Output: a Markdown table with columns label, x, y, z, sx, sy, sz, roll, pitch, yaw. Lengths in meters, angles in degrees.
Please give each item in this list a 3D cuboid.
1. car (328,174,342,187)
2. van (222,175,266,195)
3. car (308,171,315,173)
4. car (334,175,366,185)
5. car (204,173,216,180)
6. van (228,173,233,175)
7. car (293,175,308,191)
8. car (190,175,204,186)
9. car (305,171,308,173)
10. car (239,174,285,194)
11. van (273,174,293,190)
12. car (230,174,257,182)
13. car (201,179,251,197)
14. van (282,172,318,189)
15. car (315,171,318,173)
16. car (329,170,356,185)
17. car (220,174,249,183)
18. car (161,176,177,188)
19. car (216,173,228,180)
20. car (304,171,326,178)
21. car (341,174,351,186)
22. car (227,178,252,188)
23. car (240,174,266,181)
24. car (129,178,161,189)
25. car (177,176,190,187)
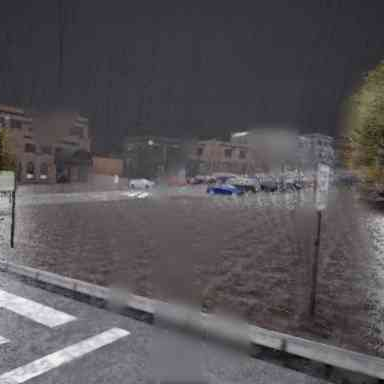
| label | x | y | z | sx | sy | sz | roll | pitch | yaw |
| --- | --- | --- | --- | --- | --- | --- | --- | --- | --- |
| car | 20.819 | -1.595 | 53.326 | 4.892 | 1.521 | 2.231 | 4 | 7 | 32 |
| van | 6.605 | -0.709 | 42.362 | 4.442 | 1.987 | 1.878 | 4 | 7 | 33 |
| car | 26.423 | -4.103 | 80.394 | 4.674 | 1.452 | 2.002 | 2 | 5 | 31 |
| car | 27.935 | -2.157 | 58.873 | 4.892 | 1.521 | 2.231 | 4 | 7 | 31 |
| car | 1.315 | -2.244 | 60.140 | 4.553 | 1.767 | 2.185 | 2 | 6 | 31 |
| van | 5.757 | -2.720 | 63.915 | 4.442 | 1.987 | 1.878 | 2 | 6 | 31 |
| car | 13.638 | -1.169 | 47.879 | 4.553 | 1.767 | 2.185 | 4 | 7 | 32 |
| car | -1.019 | -1.905 | 58.329 | 4.792 | 1.488 | 2.163 | 2 | 6 | 31 |
| car | 24.154 | -4.088 | 78.528 | 4.553 | 1.767 | 2.185 | 2 | 6 | 31 |
| car | 8.864 | -0.926 | 44.240 | 5.566 | 2.045 | 2.435 | 4 | 7 | 33 |
| van | 11.175 | -1.089 | 46.098 | 4.442 | 1.987 | 1.878 | 4 | 7 | 33 |
| car | 10.416 | -2.862 | 67.563 | 5.008 | 1.535 | 2.097 | 2 | 5 | 31 |
| car | 4.118 | -0.308 | 40.641 | 5.008 | 1.535 | 2.097 | 4 | 7 | 33 |
| van | 16.151 | -1.445 | 49.606 | 4.442 | 1.987 | 1.878 | 4 | 7 | 32 |
| car | 28.732 | -4.437 | 82.179 | 4.553 | 1.767 | 2.185 | 2 | 6 | 31 |
| car | 25.593 | -2.218 | 56.975 | 5.566 | 2.045 | 2.435 | 4 | 7 | 32 |
| car | 8.301 | -2.674 | 65.620 | 5.366 | 1.575 | 1.946 | 2 | 5 | 31 |
| car | -5.534 | -1.531 | 54.587 | 4.792 | 1.488 | 2.163 | 2 | 5 | 31 |
| car | 3.575 | -2.307 | 62.031 | 5.008 | 1.535 | 2.097 | 2 | 5 | 31 |
| car | 31.009 | -4.480 | 84.029 | 5.008 | 1.535 | 2.097 | 2 | 5 | 31 |
| car | 23.216 | -1.752 | 55.158 | 4.792 | 1.488 | 2.163 | 4 | 7 | 32 |
| car | 7.636 | -1.488 | 53.447 | 1.812 | 1.442 | 4.674 | 3 | 6 | 39 |
| car | 12.728 | -3.016 | 69.381 | 4.792 | 1.488 | 2.163 | 2 | 5 | 31 |
| car | -7.844 | -1.334 | 52.742 | 4.674 | 1.452 | 2.002 | 2 | 5 | 31 |
| car | -3.255 | -1.871 | 56.427 | 4.553 | 1.767 | 2.185 | 2 | 6 | 31 |
